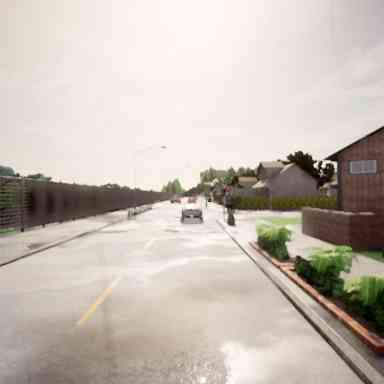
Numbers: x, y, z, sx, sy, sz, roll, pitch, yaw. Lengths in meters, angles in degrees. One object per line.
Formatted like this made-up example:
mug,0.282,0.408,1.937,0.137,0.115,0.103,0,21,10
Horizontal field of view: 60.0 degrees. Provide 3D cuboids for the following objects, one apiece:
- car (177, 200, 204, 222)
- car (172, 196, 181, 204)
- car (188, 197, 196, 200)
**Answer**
car,-0.009,1.769,29.299,2.128,1.511,4.902,0,0,0
car,-4.039,2.031,85.627,2.150,2.045,5.566,0,-1,0
car,-0.038,2.035,83.577,2.097,1.767,4.553,0,-1,0
